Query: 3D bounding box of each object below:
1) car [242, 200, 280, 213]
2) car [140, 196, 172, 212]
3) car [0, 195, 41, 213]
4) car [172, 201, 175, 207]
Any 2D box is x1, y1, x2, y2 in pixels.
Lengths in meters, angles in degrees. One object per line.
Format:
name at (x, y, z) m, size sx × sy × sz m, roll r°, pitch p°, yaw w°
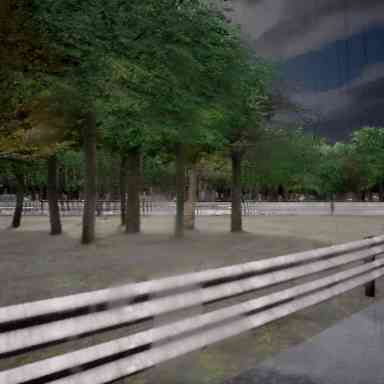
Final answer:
car at (8.091, 1.690, 40.026) m, size 4.892 × 1.490 × 1.837 m, roll 0°, pitch -1°, yaw 0°
car at (-5.286, 1.691, 43.522) m, size 4.553 × 1.767 × 2.097 m, roll 0°, pitch -1°, yaw 0°
car at (-21.025, 1.369, 40.023) m, size 5.566 × 2.045 × 2.150 m, roll 0°, pitch -1°, yaw 0°
car at (-5.228, 1.609, 47.024) m, size 5.566 × 2.045 × 2.150 m, roll 0°, pitch -1°, yaw 0°
